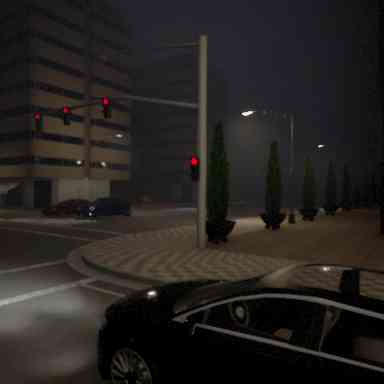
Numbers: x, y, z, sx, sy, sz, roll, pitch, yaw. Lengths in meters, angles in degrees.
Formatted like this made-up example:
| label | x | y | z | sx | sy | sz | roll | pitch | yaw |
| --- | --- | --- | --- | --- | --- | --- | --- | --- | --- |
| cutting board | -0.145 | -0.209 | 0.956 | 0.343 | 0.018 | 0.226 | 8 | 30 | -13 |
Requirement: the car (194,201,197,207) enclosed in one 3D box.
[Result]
| label | x | y | z | sx | sy | sz | roll | pitch | yaw |
| --- | --- | --- | --- | --- | --- | --- | --- | --- | --- |
| car | 2.309 | 1.470 | 46.793 | 1.895 | 1.301 | 4.718 | 1 | 0 | 35 |

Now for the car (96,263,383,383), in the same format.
| label | x | y | z | sx | sy | sz | roll | pitch | yaw |
| --- | --- | --- | --- | --- | --- | --- | --- | --- | --- |
| car | 1.108 | 1.485 | 3.185 | 4.902 | 1.511 | 2.128 | 1 | 0 | 36 |

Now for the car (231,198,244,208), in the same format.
| label | x | y | z | sx | sy | sz | roll | pitch | yaw |
| --- | --- | --- | --- | --- | --- | --- | --- | --- | --- |
| car | 5.168 | 1.496 | 44.774 | 1.895 | 1.301 | 4.718 | 1 | 0 | 35 |

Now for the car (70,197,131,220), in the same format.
| label | x | y | z | sx | sy | sz | roll | pitch | yaw |
| --- | --- | --- | --- | --- | --- | --- | --- | --- | --- |
| car | -7.172 | 1.247 | 27.329 | 2.097 | 1.767 | 4.553 | 1 | 0 | 35 |

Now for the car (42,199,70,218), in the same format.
| label | x | y | z | sx | sy | sz | roll | pitch | yaw |
| --- | --- | --- | --- | --- | --- | --- | --- | --- | --- |
| car | -10.412 | 1.346 | 28.809 | 1.882 | 1.535 | 5.008 | 1 | 0 | 35 |
